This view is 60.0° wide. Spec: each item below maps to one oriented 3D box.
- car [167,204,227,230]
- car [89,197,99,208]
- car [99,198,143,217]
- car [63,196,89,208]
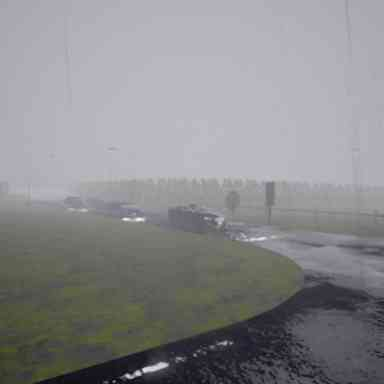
[{"bbox_3d":[0.214,1.512,21.238,2.128,1.511,4.902,1,0,-35],"label":"car"},{"bbox_3d":[-13.726,1.376,46.171,2.033,1.411,5.357,1,0,-35],"label":"car"},{"bbox_3d":[-6.445,1.479,30.699,2.033,1.411,5.357,1,0,-35],"label":"car"},{"bbox_3d":[-15.555,1.289,43.702,1.882,1.535,5.008,1,0,-35],"label":"car"}]
